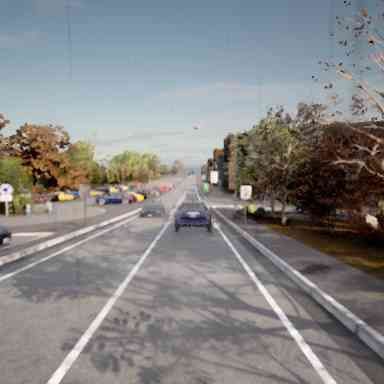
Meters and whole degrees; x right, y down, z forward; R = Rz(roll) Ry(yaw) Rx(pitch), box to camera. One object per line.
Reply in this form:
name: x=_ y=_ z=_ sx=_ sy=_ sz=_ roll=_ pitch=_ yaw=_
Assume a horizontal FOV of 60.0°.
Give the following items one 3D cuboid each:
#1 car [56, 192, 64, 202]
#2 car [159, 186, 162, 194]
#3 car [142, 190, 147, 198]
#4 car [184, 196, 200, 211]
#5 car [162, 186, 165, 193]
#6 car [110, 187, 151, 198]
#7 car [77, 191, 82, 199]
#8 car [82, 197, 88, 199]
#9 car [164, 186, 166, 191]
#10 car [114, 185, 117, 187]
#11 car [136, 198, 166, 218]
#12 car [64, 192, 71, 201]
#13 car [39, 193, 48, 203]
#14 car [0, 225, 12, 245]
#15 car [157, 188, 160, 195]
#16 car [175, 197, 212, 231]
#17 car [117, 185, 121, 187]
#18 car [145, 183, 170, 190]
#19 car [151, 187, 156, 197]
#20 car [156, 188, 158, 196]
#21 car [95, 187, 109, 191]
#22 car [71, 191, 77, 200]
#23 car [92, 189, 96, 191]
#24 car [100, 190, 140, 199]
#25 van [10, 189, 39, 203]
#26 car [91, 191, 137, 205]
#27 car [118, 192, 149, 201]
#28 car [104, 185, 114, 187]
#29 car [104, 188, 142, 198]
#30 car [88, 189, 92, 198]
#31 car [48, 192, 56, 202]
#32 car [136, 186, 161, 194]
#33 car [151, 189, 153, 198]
car: x=-23.210 y=0.851 z=51.950 sx=4.792 sy=1.488 sz=2.163 roll=0 pitch=0 yaw=0
car: x=-9.965 y=0.082 z=76.998 sx=4.553 sy=1.767 sz=2.185 roll=0 pitch=2 yaw=0
car: x=-10.096 y=0.826 z=51.924 sx=5.008 sy=1.535 sz=2.097 roll=0 pitch=1 yaw=0
car: x=0.017 y=1.329 z=39.507 sx=1.837 sy=1.490 sz=4.892 roll=0 pitch=1 yaw=0
car: x=-9.890 y=-0.028 z=82.575 sx=5.008 sy=1.535 sz=2.097 roll=0 pitch=3 yaw=0
car: x=-10.111 y=0.545 z=54.715 sx=5.566 sy=2.045 sz=2.435 roll=0 pitch=1 yaw=0
car: x=-23.097 y=0.736 z=60.192 sx=4.792 sy=1.488 sz=2.163 roll=0 pitch=1 yaw=0
car: x=-23.102 y=0.645 z=62.982 sx=5.008 sy=1.535 sz=2.097 roll=0 pitch=1 yaw=0
car: x=-9.873 y=-0.159 z=85.361 sx=5.008 sy=1.535 sz=2.097 roll=0 pitch=3 yaw=0
car: x=-22.971 y=-0.419 z=88.061 sx=4.553 sy=1.767 sz=2.185 roll=0 pitch=3 yaw=0
car: x=-3.380 y=1.493 z=29.562 sx=2.033 sy=1.411 sz=5.357 roll=0 pitch=0 yaw=0
car: x=-23.348 y=0.789 z=54.743 sx=5.366 sy=1.575 sz=1.946 roll=0 pitch=1 yaw=0
car: x=-23.222 y=0.894 z=46.253 sx=4.674 sy=1.452 sz=2.002 roll=0 pitch=0 yaw=0
car: x=-10.038 y=1.596 z=13.762 sx=4.792 sy=1.488 sz=2.163 roll=0 pitch=0 yaw=0
car: x=-10.000 y=0.438 z=71.440 sx=4.792 sy=1.488 sz=2.163 roll=0 pitch=2 yaw=0
car: x=0.066 y=1.313 z=20.398 sx=2.097 sy=1.767 sz=4.553 roll=0 pitch=0 yaw=0
car: x=-22.916 y=-0.440 z=90.848 sx=5.008 sy=1.535 sz=2.097 roll=0 pitch=3 yaw=0
car: x=-9.850 y=-0.844 z=93.692 sx=5.566 sy=2.045 sz=2.435 roll=0 pitch=3 yaw=0
car: x=-9.977 y=0.451 z=65.862 sx=4.553 sy=1.767 sz=2.185 roll=0 pitch=2 yaw=0
car: x=-9.960 y=0.526 z=68.653 sx=4.792 sy=1.488 sz=2.163 roll=0 pitch=2 yaw=0
car: x=-22.829 y=0.206 z=76.917 sx=5.366 sy=1.575 sz=1.946 roll=0 pitch=2 yaw=0
car: x=-23.329 y=0.750 z=57.538 sx=5.366 sy=1.575 sz=1.946 roll=0 pitch=1 yaw=0
car: x=-23.063 y=0.494 z=68.688 sx=4.892 sy=1.521 sz=2.231 roll=0 pitch=2 yaw=0
car: x=-10.167 y=0.888 z=46.359 sx=4.792 sy=1.488 sz=2.163 roll=0 pitch=0 yaw=0
van: x=-23.110 y=0.642 z=43.577 sx=4.442 sy=1.987 sz=1.878 roll=1 pitch=0 yaw=0
car: x=-10.127 y=0.901 z=43.575 sx=4.792 sy=1.488 sz=2.163 roll=0 pitch=0 yaw=0
car: x=-10.057 y=0.759 z=57.507 sx=4.892 sy=1.521 sz=2.231 roll=0 pitch=1 yaw=0
car: x=-23.006 y=-0.277 z=82.481 sx=5.566 sy=2.045 sz=2.435 roll=0 pitch=3 yaw=0
car: x=-10.151 y=0.720 z=49.144 sx=4.553 sy=1.767 sz=2.185 roll=0 pitch=0 yaw=0
car: x=-23.083 y=0.575 z=65.772 sx=5.008 sy=1.535 sz=2.097 roll=0 pitch=2 yaw=0
car: x=-23.203 y=0.882 z=49.038 sx=4.674 sy=1.452 sz=2.002 roll=0 pitch=0 yaw=0
car: x=-9.983 y=0.188 z=74.220 sx=4.553 sy=1.767 sz=2.185 roll=0 pitch=2 yaw=0
car: x=-10.016 y=0.739 z=60.286 sx=4.792 sy=1.488 sz=2.163 roll=0 pitch=1 yaw=0
